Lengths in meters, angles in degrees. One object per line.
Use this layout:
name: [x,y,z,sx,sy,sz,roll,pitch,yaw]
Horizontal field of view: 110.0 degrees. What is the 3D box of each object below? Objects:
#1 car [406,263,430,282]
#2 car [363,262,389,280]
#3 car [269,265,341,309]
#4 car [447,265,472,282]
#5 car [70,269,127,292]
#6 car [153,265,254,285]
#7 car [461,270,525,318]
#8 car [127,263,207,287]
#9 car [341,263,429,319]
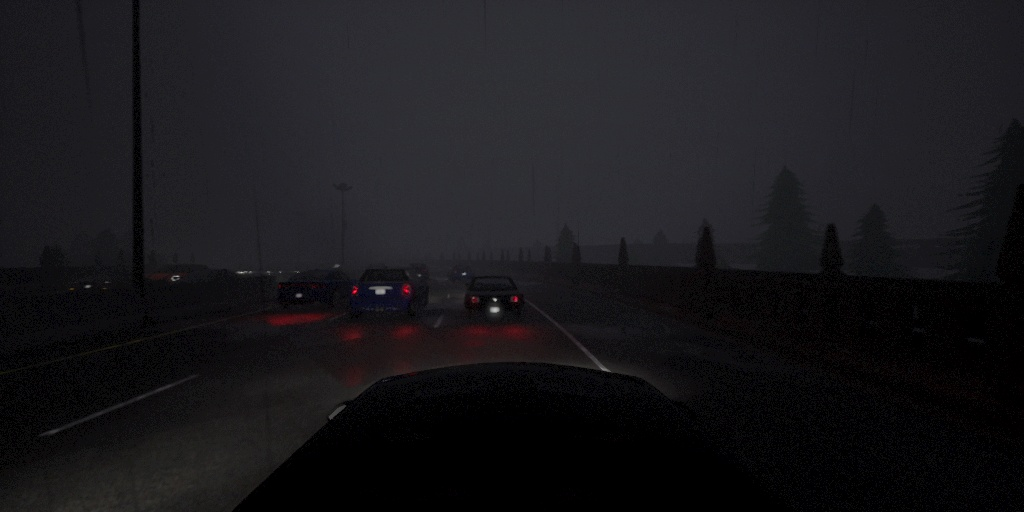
car: [-8.397,1.376,31.741,1.837,1.490,4.892,0,0,-18]
car: [-12.965,1.400,34.339,2.128,1.511,4.902,0,0,-20]
car: [-8.178,1.303,15.596,1.882,1.535,5.008,0,0,-8]
car: [-4.305,1.405,30.267,1.994,1.385,4.181,0,0,-16]
car: [-23.883,1.503,21.702,1.994,1.385,4.181,0,0,-15]
car: [-16.095,1.406,19.075,1.812,1.442,4.674,0,0,-12]
car: [-0.790,1.383,13.314,1.895,1.301,4.718,0,0,-7]
car: [-20.359,1.269,21.988,2.097,1.767,4.553,0,0,-14]
car: [-4.376,1.152,13.386,2.097,1.767,4.553,0,0,-6]
